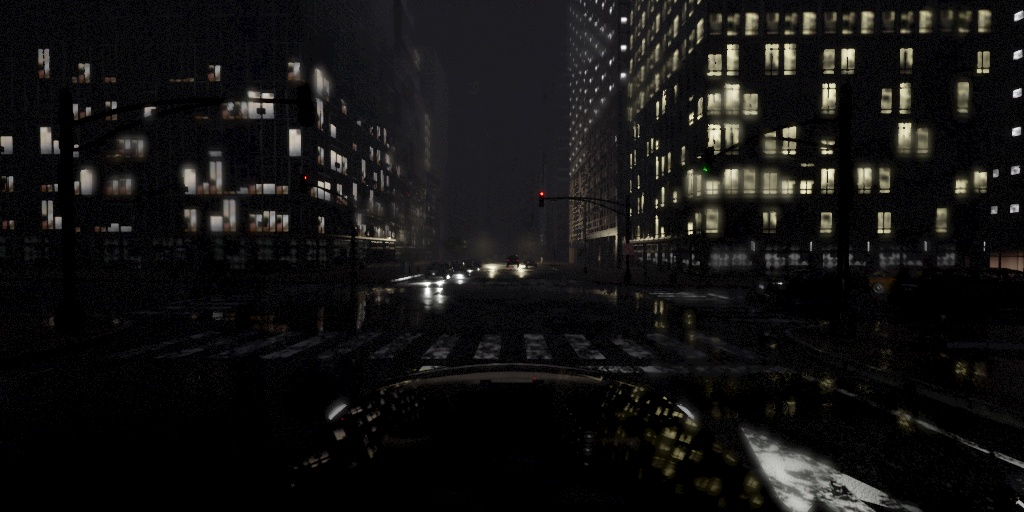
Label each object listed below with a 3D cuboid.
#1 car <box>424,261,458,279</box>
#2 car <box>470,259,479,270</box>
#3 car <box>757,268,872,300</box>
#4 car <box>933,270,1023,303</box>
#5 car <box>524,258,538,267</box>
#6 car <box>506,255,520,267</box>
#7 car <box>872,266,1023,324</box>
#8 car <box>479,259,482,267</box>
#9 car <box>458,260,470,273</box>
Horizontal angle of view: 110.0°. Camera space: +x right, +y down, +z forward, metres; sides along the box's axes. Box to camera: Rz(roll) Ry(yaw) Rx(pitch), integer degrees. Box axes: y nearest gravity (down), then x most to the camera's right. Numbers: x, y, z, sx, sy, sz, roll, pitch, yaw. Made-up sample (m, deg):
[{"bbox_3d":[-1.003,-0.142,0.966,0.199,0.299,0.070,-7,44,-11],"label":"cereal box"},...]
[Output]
[{"bbox_3d":[-6.529,1.225,32.352,2.128,1.511,4.902,0,0,0],"label":"car"},{"bbox_3d":[-6.472,1.263,52.326,2.033,1.411,5.357,0,0,0],"label":"car"},{"bbox_3d":[15.281,1.357,18.275,4.902,1.511,2.128,1,1,2],"label":"car"},{"bbox_3d":[25.105,1.500,18.050,5.357,1.411,2.033,0,1,1],"label":"car"},{"bbox_3d":[3.402,1.229,63.259,1.812,1.442,4.674,0,0,0],"label":"car"},{"bbox_3d":[0.150,0.925,62.880,2.150,2.045,5.566,0,0,0],"label":"car"},{"bbox_3d":[16.216,1.281,12.444,5.009,1.841,2.192,0,0,1],"label":"car"},{"bbox_3d":[-6.401,1.181,62.763,1.882,1.535,5.008,0,0,1],"label":"car"},{"bbox_3d":[-6.504,1.326,42.357,1.895,1.301,4.718,0,0,0],"label":"car"}]
